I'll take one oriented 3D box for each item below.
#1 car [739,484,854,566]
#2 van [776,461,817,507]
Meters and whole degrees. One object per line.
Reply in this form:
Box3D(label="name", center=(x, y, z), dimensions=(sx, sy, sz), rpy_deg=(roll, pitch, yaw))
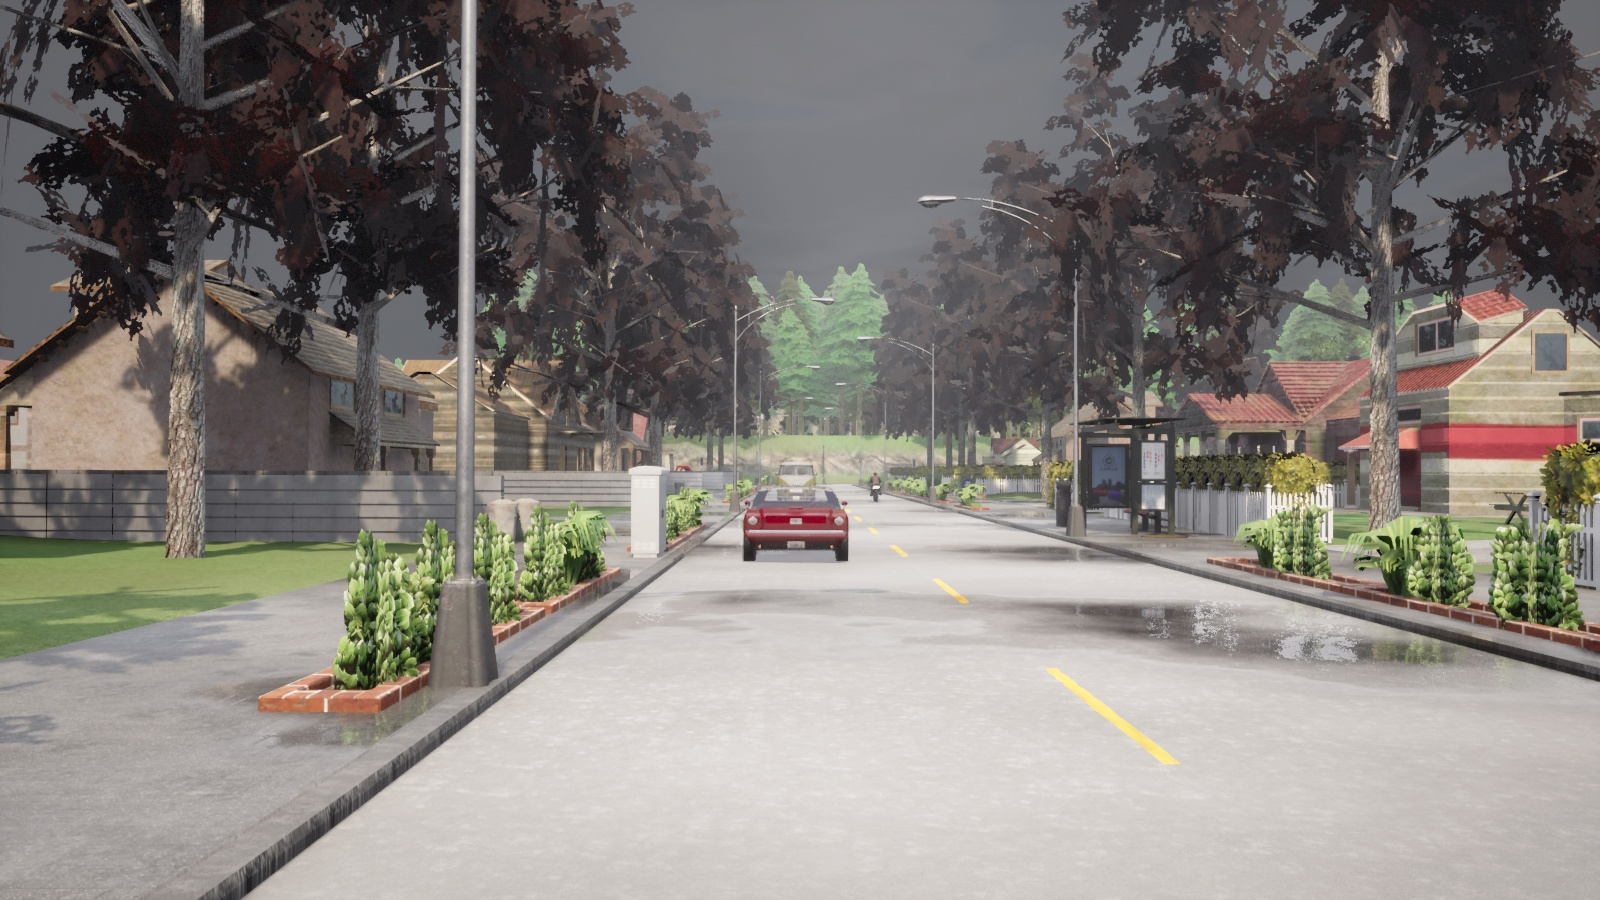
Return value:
Box3D(label="car", center=(-0.063, 1.301, 23.048), dimensions=(1.895, 1.301, 4.718), rpy_deg=(0, -1, 0))
Box3D(label="van", center=(-0.154, 1.516, 56.570), dimensions=(1.775, 1.987, 4.442), rpy_deg=(0, -1, 0))
